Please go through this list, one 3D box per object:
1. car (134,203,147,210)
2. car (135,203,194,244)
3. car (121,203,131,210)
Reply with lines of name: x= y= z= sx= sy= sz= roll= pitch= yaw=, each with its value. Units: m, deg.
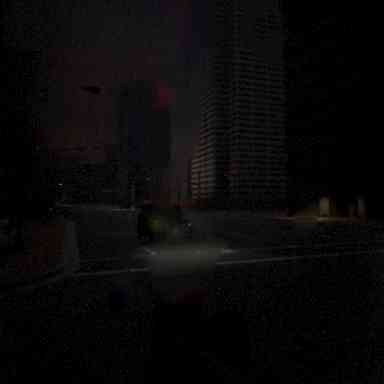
car: x=-12.409 y=3.430 z=80.000 sx=2.128 sy=1.511 sz=4.902 roll=0 pitch=-1 yaw=-20
car: x=-1.727 y=1.748 z=19.419 sx=2.150 sy=2.045 sz=5.566 roll=0 pitch=-1 yaw=-20
car: x=-15.700 y=3.407 z=78.809 sx=1.837 sy=1.490 sz=4.892 roll=0 pitch=-1 yaw=-20
